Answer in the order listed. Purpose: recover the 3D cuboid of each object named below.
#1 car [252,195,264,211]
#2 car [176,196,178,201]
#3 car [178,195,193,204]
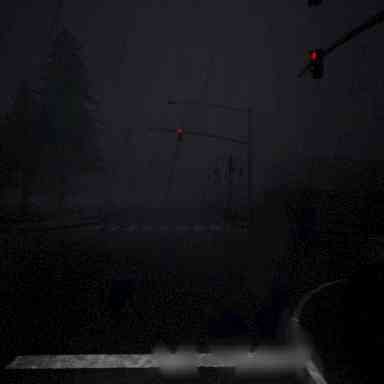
[{"bbox_3d":[8.868,1.144,36.301,4.605,1.855,1.932,0,0,-1],"label":"car"},{"bbox_3d":[-2.198,1.327,71.105,1.812,1.442,4.674,0,0,-13],"label":"car"},{"bbox_3d":[-0.906,1.518,60.921,2.033,1.411,5.357,0,0,-7],"label":"car"}]
